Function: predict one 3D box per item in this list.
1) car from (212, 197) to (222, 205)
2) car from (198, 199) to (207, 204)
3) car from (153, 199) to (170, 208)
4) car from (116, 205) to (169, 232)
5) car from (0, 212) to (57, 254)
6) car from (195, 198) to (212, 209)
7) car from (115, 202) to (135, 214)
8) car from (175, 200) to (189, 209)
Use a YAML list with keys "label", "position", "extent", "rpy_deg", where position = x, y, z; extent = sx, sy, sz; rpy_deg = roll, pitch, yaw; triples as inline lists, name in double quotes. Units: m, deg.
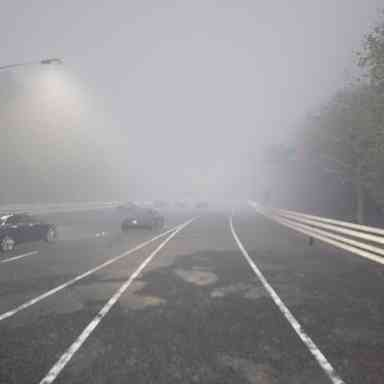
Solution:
- label: "car"
  position: [5.815, 2.380, 85.699]
  extent: [2.097, 1.767, 4.553]
  rpy_deg: [0, -1, 8]
- label: "car"
  position: [2.911, 2.592, 90.250]
  extent: [1.812, 1.442, 4.674]
  rpy_deg: [0, -1, 8]
- label: "car"
  position: [-5.180, 1.961, 57.327]
  extent: [2.097, 1.767, 4.553]
  rpy_deg: [0, -1, 8]
- label: "car"
  position: [-3.074, 1.762, 21.540]
  extent: [1.994, 1.385, 4.181]
  rpy_deg: [0, -1, 8]
- label: "car"
  position: [-7.635, 1.591, 14.062]
  extent: [1.837, 1.490, 4.892]
  rpy_deg: [0, -1, 8]
- label: "car"
  position: [1.741, 2.117, 56.322]
  extent: [1.882, 1.535, 5.008]
  rpy_deg: [0, -1, 8]
- label: "car"
  position: [-7.640, 1.910, 39.568]
  extent: [1.812, 1.442, 4.674]
  rpy_deg: [0, -1, 8]
- label: "car"
  position: [-1.717, 2.116, 56.854]
  extent: [2.128, 1.511, 4.902]
  rpy_deg: [0, -1, 8]
